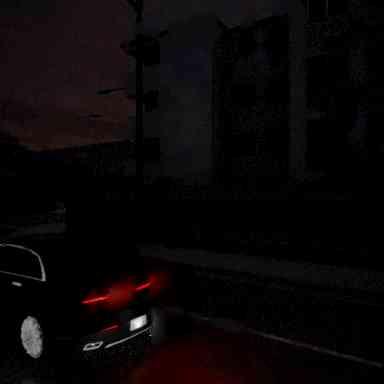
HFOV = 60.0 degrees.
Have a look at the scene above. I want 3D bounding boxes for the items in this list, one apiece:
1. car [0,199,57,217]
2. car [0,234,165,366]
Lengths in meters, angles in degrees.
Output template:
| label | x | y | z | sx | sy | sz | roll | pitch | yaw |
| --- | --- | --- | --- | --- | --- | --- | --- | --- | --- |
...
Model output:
| label | x | y | z | sx | sy | sz | roll | pitch | yaw |
| --- | --- | --- | --- | --- | --- | --- | --- | --- | --- |
| car | -14.686 | 1.314 | 29.331 | 2.033 | 1.411 | 5.357 | 0 | 1 | 32 |
| car | -2.695 | 1.504 | 5.850 | 4.892 | 1.490 | 1.837 | 0 | 0 | 35 |
